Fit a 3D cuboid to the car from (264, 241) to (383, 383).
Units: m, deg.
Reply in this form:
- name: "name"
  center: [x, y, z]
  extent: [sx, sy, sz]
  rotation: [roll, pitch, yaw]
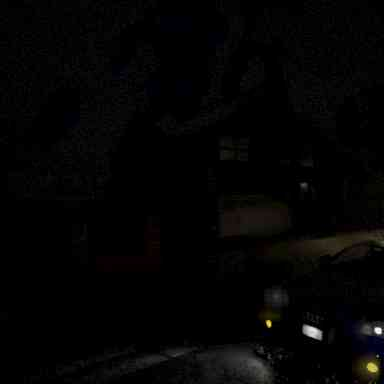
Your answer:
- name: "car"
  center: [3.106, 1.525, 5.224]
  extent: [4.181, 1.385, 1.994]
  rotation: [0, 0, -35]
